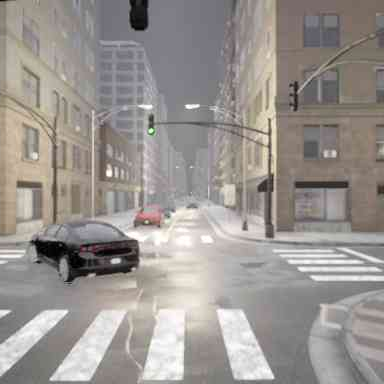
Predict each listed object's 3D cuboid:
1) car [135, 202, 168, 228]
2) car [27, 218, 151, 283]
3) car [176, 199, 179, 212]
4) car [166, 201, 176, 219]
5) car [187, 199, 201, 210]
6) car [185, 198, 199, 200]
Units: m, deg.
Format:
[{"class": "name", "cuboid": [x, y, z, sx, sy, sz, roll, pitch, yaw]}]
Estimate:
[{"class": "car", "cuboid": [-3.103, 1.787, 24.912, 1.882, 1.535, 5.008, 0, -1, -1]}, {"class": "car", "cuboid": [-3.502, 1.608, 10.291, 1.882, 1.535, 5.008, 1, -1, -40]}, {"class": "car", "cuboid": [-3.080, 2.061, 44.816, 1.837, 1.490, 4.892, 0, -1, 0]}, {"class": "car", "cuboid": [-3.075, 1.977, 34.642, 2.033, 1.411, 5.357, 0, -1, 0]}, {"class": "car", "cuboid": [0.055, 2.295, 55.945, 1.895, 1.301, 4.718, 0, -1, 0]}, {"class": "car", "cuboid": [-0.032, 2.346, 66.037, 1.812, 1.442, 4.674, 0, -1, 0]}]
